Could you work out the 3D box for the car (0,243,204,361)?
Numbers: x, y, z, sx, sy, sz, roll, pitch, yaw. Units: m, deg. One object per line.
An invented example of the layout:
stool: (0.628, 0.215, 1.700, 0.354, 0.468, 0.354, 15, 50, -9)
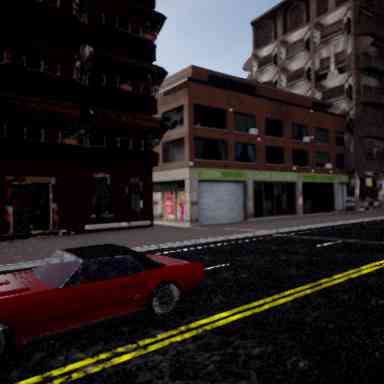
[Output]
car: (-2.111, 1.703, 6.040, 4.718, 1.301, 1.895, -1, -1, -39)
